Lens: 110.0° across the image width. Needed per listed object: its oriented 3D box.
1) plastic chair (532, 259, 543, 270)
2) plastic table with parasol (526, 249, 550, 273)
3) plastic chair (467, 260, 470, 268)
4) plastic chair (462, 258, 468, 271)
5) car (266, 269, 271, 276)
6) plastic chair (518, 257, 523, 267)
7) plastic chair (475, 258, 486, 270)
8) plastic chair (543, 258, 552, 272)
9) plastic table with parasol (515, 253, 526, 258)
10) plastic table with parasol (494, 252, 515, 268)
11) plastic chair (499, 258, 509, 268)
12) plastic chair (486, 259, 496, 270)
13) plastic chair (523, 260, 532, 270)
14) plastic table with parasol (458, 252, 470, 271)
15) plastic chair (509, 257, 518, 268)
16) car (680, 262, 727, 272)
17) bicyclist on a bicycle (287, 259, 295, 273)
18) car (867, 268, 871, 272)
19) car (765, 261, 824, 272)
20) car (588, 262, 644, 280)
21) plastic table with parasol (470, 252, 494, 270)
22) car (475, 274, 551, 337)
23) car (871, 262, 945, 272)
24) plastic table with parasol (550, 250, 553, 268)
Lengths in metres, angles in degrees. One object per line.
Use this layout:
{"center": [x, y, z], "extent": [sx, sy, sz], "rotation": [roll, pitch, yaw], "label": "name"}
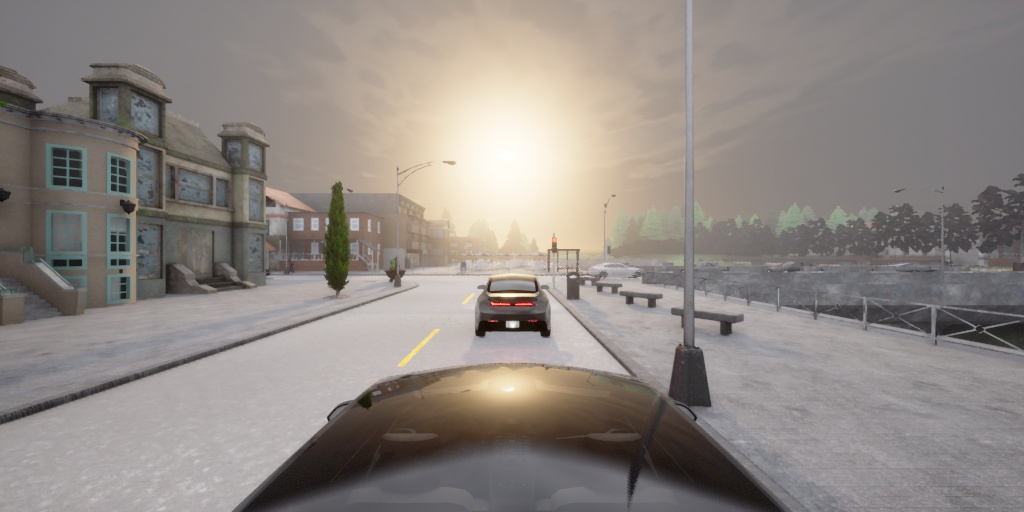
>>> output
{"center": [3.446, 1.279, 48.701], "extent": [0.750, 1.272, 0.730], "rotation": [0, 0, 0], "label": "plastic chair"}
{"center": [3.586, 0.675, 49.971], "extent": [2.482, 2.480, 2.482], "rotation": [0, 0, 0], "label": "plastic table with parasol"}
{"center": [-5.554, 1.279, 50.802], "extent": [0.730, 1.272, 0.750], "rotation": [0, 0, 0], "label": "plastic chair"}
{"center": [-7.050, 1.279, 56.134], "extent": [0.750, 1.272, 0.730], "rotation": [0, 0, -1], "label": "plastic chair"}
{"center": [-23.462, 1.351, 30.700], "extent": [4.718, 1.301, 1.895], "rotation": [0, 0, 0], "label": "car"}
{"center": [1.050, 1.279, 64.133], "extent": [0.750, 1.272, 0.730], "rotation": [0, 0, -1], "label": "plastic chair"}
{"center": [-4.354, 1.279, 49.502], "extent": [0.750, 1.272, 0.730], "rotation": [0, 0, 0], "label": "plastic chair"}
{"center": [4.846, 1.279, 49.801], "extent": [0.730, 1.272, 0.750], "rotation": [0, 0, 0], "label": "plastic chair"}
{"center": [1.167, 0.675, 65.312], "extent": [2.482, 2.480, 2.482], "rotation": [0, 0, 0], "label": "plastic table with parasol"}
{"center": [-1.204, 0.675, 57.702], "extent": [2.482, 2.480, 2.482], "rotation": [0, 0, 0], "label": "plastic table with parasol"}
{"center": [-1.254, 1.279, 56.502], "extent": [0.750, 1.272, 0.730], "rotation": [0, 0, 0], "label": "plastic chair"}
{"center": [-2.954, 1.279, 50.602], "extent": [0.730, 1.272, 0.750], "rotation": [0, 0, 0], "label": "plastic chair"}
{"center": [2.246, 1.279, 50.001], "extent": [0.730, 1.272, 0.750], "rotation": [0, 0, 0], "label": "plastic chair"}
{"center": [-7.124, 0.675, 57.312], "extent": [2.482, 2.480, 2.482], "rotation": [0, 0, 0], "label": "plastic table with parasol"}
{"center": [0.146, 1.279, 57.602], "extent": [0.730, 1.272, 0.750], "rotation": [0, 0, 0], "label": "plastic chair"}
{"center": [18.648, 1.314, 34.904], "extent": [4.181, 1.385, 1.994], "rotation": [0, 0, 0], "label": "car"}
{"center": [-24.186, 1.098, 39.098], "extent": [0.582, 1.620, 1.656], "rotation": [0, 0, 0], "label": "bicyclist on a bicycle"}
{"center": [37.328, 1.314, 34.888], "extent": [4.181, 1.385, 1.994], "rotation": [0, 0, 0], "label": "car"}
{"center": [27.434, 1.254, 34.901], "extent": [4.892, 1.490, 1.837], "rotation": [0, 0, 0], "label": "car"}
{"center": [8.905, 1.275, 30.714], "extent": [4.674, 1.442, 1.812], "rotation": [0, 0, 0], "label": "car"}
{"center": [-4.234, 0.675, 50.722], "extent": [2.482, 2.480, 2.482], "rotation": [0, 0, 0], "label": "plastic table with parasol"}
{"center": [0.035, 1.255, 10.302], "extent": [1.837, 1.490, 4.892], "rotation": [0, 0, 1], "label": "car"}
{"center": [34.246, 1.275, 30.719], "extent": [4.674, 1.442, 1.812], "rotation": [0, 0, 0], "label": "car"}
{"center": [4.996, 0.675, 58.601], "extent": [2.482, 2.480, 2.482], "rotation": [0, 0, 0], "label": "plastic table with parasol"}
